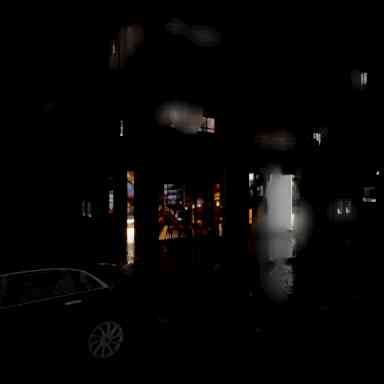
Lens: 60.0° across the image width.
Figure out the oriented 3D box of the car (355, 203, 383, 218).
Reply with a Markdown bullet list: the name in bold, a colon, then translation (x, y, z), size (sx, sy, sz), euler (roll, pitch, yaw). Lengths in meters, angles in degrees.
- **car**: translation (16.261, 1.754, 32.439), size (1.994, 1.385, 4.181), euler (0, -1, -35)

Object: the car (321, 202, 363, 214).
- **car**: translation (17.800, 1.843, 39.700), size (1.802, 1.307, 4.206), euler (-1, 0, -35)

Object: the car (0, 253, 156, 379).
- **car**: translation (-2.593, 1.551, 4.249), size (4.403, 1.369, 2.008), euler (0, 0, -35)
